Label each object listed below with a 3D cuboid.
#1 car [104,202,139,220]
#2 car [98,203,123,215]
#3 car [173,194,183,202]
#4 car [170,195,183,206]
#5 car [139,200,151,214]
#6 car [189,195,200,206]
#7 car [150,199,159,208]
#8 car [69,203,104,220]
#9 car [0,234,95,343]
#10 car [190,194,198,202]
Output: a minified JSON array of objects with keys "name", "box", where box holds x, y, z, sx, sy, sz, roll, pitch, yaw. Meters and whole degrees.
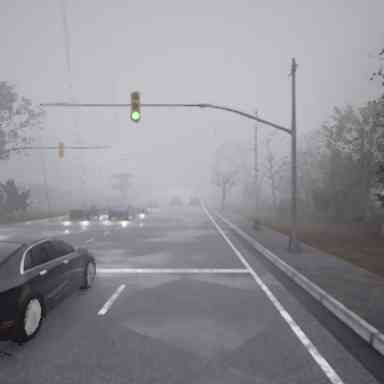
[{"name":"car","box":[-6.919,1.869,33.115,1.882,1.535,5.008,0,-1,1]},{"name":"car","box":[-10.358,2.104,42.612,1.895,1.301,4.718,0,-1,0]},{"name":"car","box":[-3.056,1.307,72.937,1.882,1.535,5.008,0,2,0]},{"name":"car","box":[-3.028,1.582,62.881,2.097,1.767,4.553,0,2,0]},{"name":"car","box":[-6.852,2.037,43.253,1.812,1.442,4.674,0,-1,0]},{"name":"car","box":[0.471,1.742,62.352,2.128,1.511,4.902,0,2,0]},{"name":"car","box":[-6.737,1.977,57.634,2.033,1.411,5.357,0,2,1]},{"name":"car","box":[-10.422,1.865,32.762,1.882,1.535,5.008,0,-1,0]},{"name":"car","box":[-3.372,1.585,6.567,1.837,1.490,4.892,0,0,0]},{"name":"car","box":[0.438,1.315,72.725,1.882,1.535,5.008,0,2,0]}]
